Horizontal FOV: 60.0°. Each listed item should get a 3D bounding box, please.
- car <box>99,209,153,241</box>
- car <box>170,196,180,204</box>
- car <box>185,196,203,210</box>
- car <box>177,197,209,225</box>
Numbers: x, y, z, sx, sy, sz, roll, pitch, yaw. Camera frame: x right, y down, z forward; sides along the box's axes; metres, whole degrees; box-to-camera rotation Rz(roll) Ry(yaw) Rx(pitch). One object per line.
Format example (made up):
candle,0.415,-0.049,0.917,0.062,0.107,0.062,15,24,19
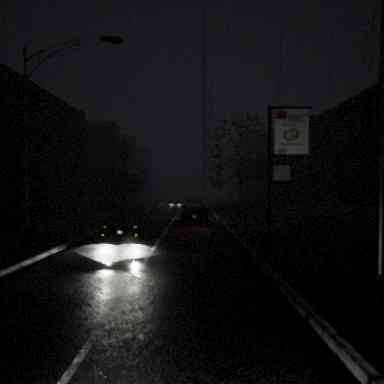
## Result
car,-3.076,1.511,16.109,1.994,1.385,4.181,0,0,0
car,-2.845,1.351,58.472,2.033,1.411,5.357,0,0,1
car,0.229,1.350,41.842,2.128,1.511,4.902,0,0,0
car,0.157,1.398,23.709,1.882,1.535,5.008,0,1,0
